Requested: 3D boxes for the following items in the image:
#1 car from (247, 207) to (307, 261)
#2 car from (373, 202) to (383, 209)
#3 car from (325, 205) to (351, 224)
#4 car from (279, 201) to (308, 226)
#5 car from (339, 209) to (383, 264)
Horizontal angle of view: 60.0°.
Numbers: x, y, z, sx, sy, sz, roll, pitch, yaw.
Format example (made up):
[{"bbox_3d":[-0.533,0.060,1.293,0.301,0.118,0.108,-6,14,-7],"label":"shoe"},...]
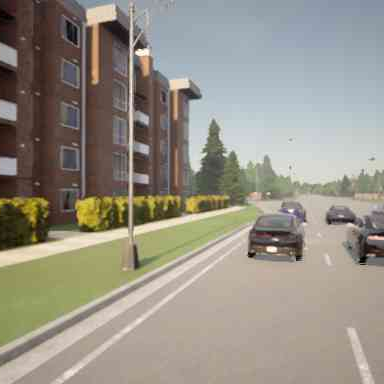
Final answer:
[{"bbox_3d":[3.333,1.578,12.863,1.837,1.490,4.892,0,0,19],"label":"car"},{"bbox_3d":[14.750,1.513,24.699,2.097,1.767,4.553,0,0,19],"label":"car"},{"bbox_3d":[11.489,1.724,25.980,1.994,1.385,4.181,0,0,19],"label":"car"},{"bbox_3d":[8.118,1.505,26.959,2.097,1.767,4.553,0,0,19],"label":"car"},{"bbox_3d":[6.637,1.568,11.710,2.128,1.511,4.902,0,0,19],"label":"car"}]
